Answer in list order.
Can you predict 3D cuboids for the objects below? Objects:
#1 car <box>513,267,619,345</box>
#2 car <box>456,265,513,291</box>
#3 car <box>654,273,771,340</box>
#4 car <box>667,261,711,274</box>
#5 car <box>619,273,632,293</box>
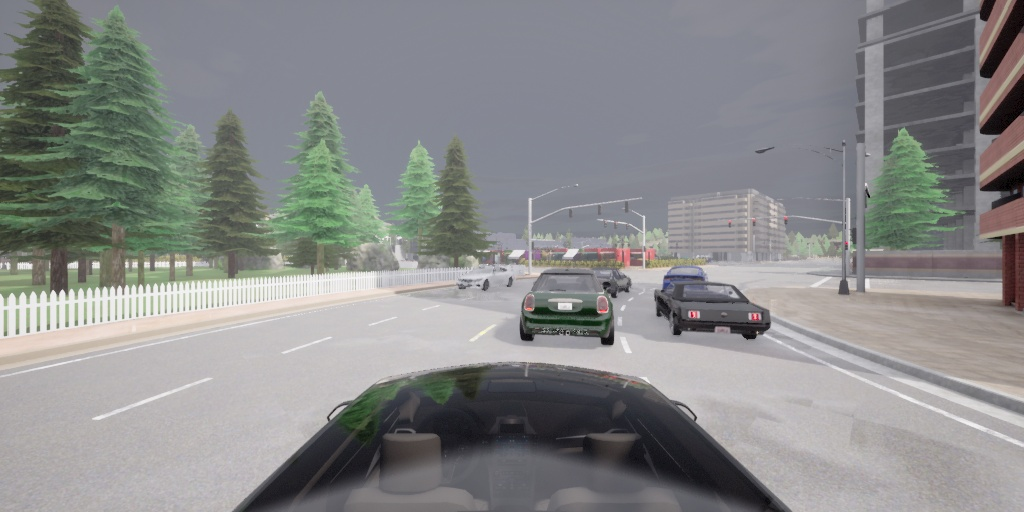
[{"bbox_3d":[1.598,1.102,9.792,2.097,1.767,4.553,0,0,12],"label":"car"},{"bbox_3d":[-1.491,1.311,22.102,1.812,1.442,4.674,0,0,28],"label":"car"},{"bbox_3d":[5.227,1.351,10.092,1.895,1.301,4.718,0,0,14],"label":"car"},{"bbox_3d":[9.082,1.228,18.605,1.882,1.535,5.008,0,0,30],"label":"car"},{"bbox_3d":[4.827,1.297,18.552,2.033,1.411,5.357,0,0,29],"label":"car"}]
